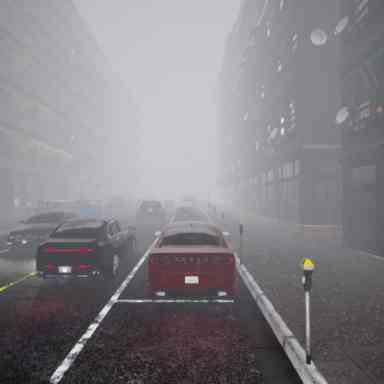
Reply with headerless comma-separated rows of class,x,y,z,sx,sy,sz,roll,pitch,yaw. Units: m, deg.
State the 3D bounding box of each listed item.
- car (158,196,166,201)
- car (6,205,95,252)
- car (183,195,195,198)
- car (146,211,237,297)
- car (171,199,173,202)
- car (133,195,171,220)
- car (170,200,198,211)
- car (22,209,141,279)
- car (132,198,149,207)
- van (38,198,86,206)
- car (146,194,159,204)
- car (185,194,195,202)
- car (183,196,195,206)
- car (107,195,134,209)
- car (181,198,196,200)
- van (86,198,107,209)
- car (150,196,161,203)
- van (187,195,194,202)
car,-8.326,1.847,92.652,1.802,1.307,4.206,1,0,0
car,-5.870,1.514,14.085,1.837,1.490,4.892,0,0,0
car,-0.429,1.490,37.286,1.967,1.590,4.097,1,0,0
car,-0.006,1.482,8.653,1.882,1.535,5.008,0,0,0
car,-2.923,1.607,41.530,2.033,1.411,5.357,0,0,0
car,-3.020,1.379,26.102,2.097,1.767,4.553,0,0,0
car,-0.438,1.572,26.224,1.887,1.381,4.507,1,0,0
car,-2.922,1.513,10.073,1.837,1.490,4.892,0,0,0
car,-8.321,1.660,53.938,1.947,1.339,4.313,1,0,0
van,-8.312,1.359,20.753,1.690,1.788,3.998,2,0,0
car,-8.317,1.471,70.528,2.192,1.841,5.009,1,0,0
car,-0.473,1.521,81.536,2.192,1.841,5.009,1,0,0
car,-0.473,1.553,59.411,1.967,1.590,4.097,1,0,0
car,-8.314,1.365,37.346,2.192,1.841,5.009,1,0,0
car,-0.438,1.582,31.754,1.887,1.381,4.507,1,0,0
van,-8.314,1.368,26.285,1.690,1.788,3.998,1,0,0
car,-8.323,1.725,76.059,1.887,1.381,4.507,1,0,0
van,-0.474,1.575,87.068,1.690,1.788,3.998,1,0,0
